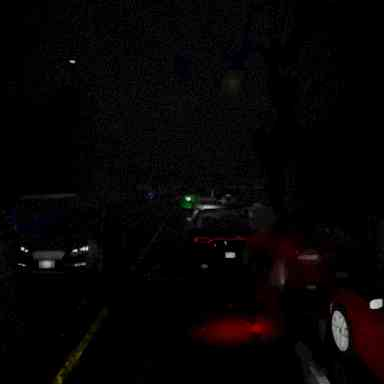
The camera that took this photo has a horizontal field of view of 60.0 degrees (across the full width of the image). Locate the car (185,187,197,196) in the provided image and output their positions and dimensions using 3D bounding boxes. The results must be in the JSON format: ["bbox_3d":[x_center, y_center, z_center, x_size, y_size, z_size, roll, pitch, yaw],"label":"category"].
[{"bbox_3d":[-0.195,-0.143,61.755,2.128,1.511,4.902,0,1,0],"label":"car"}]

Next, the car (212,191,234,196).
[{"bbox_3d":[2.684,0.862,24.783,1.752,1.417,4.829,0,2,0],"label":"car"}]

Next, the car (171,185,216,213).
[{"bbox_3d":[0.255,0.519,26.239,2.150,2.045,5.566,1,1,11],"label":"car"}]

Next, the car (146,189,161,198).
[{"bbox_3d":[-5.927,0.191,51.765,1.947,1.339,4.313,0,2,0],"label":"car"}]

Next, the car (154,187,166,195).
[{"bbox_3d":[-5.962,-0.219,62.633,1.967,1.590,4.097,0,1,0],"label":"car"}]

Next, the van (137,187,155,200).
[{"bbox_3d":[-5.893,0.251,40.888,1.690,1.788,3.998,0,2,0],"label":"van"}]

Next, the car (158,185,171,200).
[{"bbox_3d":[-3.238,0.255,45.970,1.882,1.535,5.008,0,2,0],"label":"car"}]

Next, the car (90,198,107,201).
[{"bbox_3d":[-5.824,1.035,19.151,2.008,1.369,4.403,0,2,0],"label":"car"}]

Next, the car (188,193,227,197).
[{"bbox_3d":[0.837,0.989,20.000,1.812,1.442,4.674,0,2,0],"label":"car"}]

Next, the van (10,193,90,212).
[{"bbox_3d":[-5.807,0.970,13.710,1.690,1.788,3.998,0,2,0],"label":"van"}]

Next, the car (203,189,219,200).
[{"bbox_3d":[2.615,0.313,46.356,1.887,1.381,4.507,0,2,0],"label":"car"}]

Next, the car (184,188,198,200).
[{"bbox_3d":[-0.140,0.204,47.939,1.882,1.535,5.008,0,1,0],"label":"car"}]

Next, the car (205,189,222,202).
[{"bbox_3d":[2.632,0.431,41.090,1.752,1.417,4.829,0,2,0],"label":"car"}]

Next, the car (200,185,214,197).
[{"bbox_3d":[2.581,-0.201,57.222,2.192,1.841,5.009,0,1,0],"label":"car"}]

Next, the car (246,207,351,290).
[{"bbox_3d":[2.736,1.319,8.307,1.887,1.381,4.507,0,2,0],"label":"car"}]

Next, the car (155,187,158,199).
[{"bbox_3d":[-5.909,0.297,46.159,1.752,1.417,4.829,0,2,0],"label":"car"}]

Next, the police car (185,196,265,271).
[{"bbox_3d":[0.858,1.153,10.111,1.930,1.638,5.238,0,2,0],"label":"police car"}]

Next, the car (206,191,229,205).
[{"bbox_3d":[2.650,0.604,35.485,2.008,1.369,4.403,0,2,0],"label":"car"}]

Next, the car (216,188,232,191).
[{"bbox_3d":[2.667,0.512,30.043,2.192,1.841,5.009,0,2,0],"label":"car"}]

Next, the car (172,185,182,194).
[{"bbox_3d":[-3.227,-0.540,71.995,2.097,1.767,4.553,0,2,0],"label":"car"}]

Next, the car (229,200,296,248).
[{"bbox_3d":[2.718,1.151,13.912,1.752,1.417,4.829,0,2,0],"label":"car"}]

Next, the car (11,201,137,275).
[{"bbox_3d":[-3.131,1.231,9.601,2.128,1.511,4.902,0,2,0],"label":"car"}]

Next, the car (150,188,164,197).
[{"bbox_3d":[-5.944,0.013,57.030,1.752,1.417,4.829,0,1,0],"label":"car"}]

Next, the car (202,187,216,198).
[{"bbox_3d":[2.598,0.066,51.789,1.967,1.590,4.097,0,1,0],"label":"car"}]

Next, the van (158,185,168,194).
[{"bbox_3d":[-5.979,-0.459,68.067,1.690,1.788,3.998,0,1,0],"label":"van"}]

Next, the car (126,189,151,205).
[{"bbox_3d":[-5.875,0.619,35.458,1.947,1.339,4.313,0,2,0],"label":"car"}]

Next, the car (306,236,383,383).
[{"bbox_3d":[2.753,1.464,2.871,1.887,1.381,4.507,0,2,0],"label":"car"}]

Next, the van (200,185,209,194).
[{"bbox_3d":[2.546,-0.458,68.094,1.690,1.788,3.998,0,1,0],"label":"van"}]
